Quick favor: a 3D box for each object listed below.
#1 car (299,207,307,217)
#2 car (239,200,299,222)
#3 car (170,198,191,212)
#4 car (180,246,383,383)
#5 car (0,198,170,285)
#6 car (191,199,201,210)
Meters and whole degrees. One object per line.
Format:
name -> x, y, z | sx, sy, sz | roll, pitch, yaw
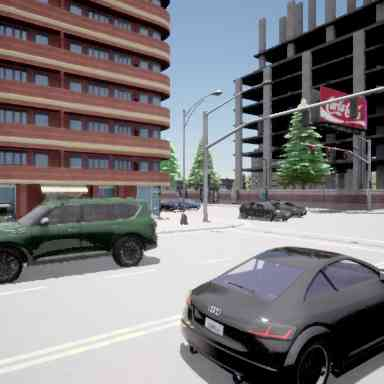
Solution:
car -> 7.977, 1.505, 29.939 | 1.837, 1.490, 4.892 | 0, 0, -36
car -> 5.752, 1.505, 26.557 | 1.837, 1.490, 4.892 | 0, 0, -31
car -> -2.527, 1.601, 38.477 | 1.895, 1.301, 4.718 | 0, 0, -36
car -> 1.895, 1.564, 5.115 | 4.181, 1.385, 1.994 | 0, 0, -35
car -> -3.684, 1.221, 9.848 | 5.566, 2.045, 2.150 | 0, 0, -34
car -> -0.793, 1.477, 42.052 | 1.882, 1.535, 5.008 | 0, 0, -36
